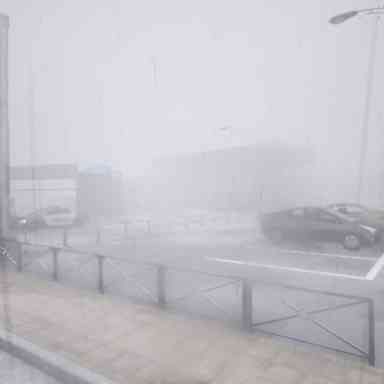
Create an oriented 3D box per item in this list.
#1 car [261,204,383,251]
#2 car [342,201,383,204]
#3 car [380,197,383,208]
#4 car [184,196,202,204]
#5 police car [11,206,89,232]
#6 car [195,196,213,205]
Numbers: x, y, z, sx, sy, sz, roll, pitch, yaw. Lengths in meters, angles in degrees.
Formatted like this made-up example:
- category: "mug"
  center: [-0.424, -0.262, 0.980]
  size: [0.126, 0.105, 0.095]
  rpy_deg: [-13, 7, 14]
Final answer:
- category: "car"
  center: [5.068, 1.375, 13.400]
  size: [4.514, 1.523, 2.007]
  rpy_deg: [-1, 0, 36]
- category: "car"
  center: [6.872, 1.367, 15.967]
  size: [5.027, 1.636, 2.152]
  rpy_deg: [-1, 0, 36]
- category: "car"
  center: [26.993, 1.396, 43.692]
  size: [3.806, 1.475, 1.970]
  rpy_deg: [-1, 0, 36]
- category: "car"
  center: [0.255, 1.732, 73.312]
  size: [1.905, 1.878, 3.866]
  rpy_deg: [-1, 0, 36]
- category: "police car"
  center: [-9.318, 1.702, 21.706]
  size: [2.038, 1.542, 4.974]
  rpy_deg: [-1, 0, 36]
- category: "car"
  center: [2.280, 1.844, 66.472]
  size: [2.242, 1.667, 4.611]
  rpy_deg: [-1, 0, 36]
